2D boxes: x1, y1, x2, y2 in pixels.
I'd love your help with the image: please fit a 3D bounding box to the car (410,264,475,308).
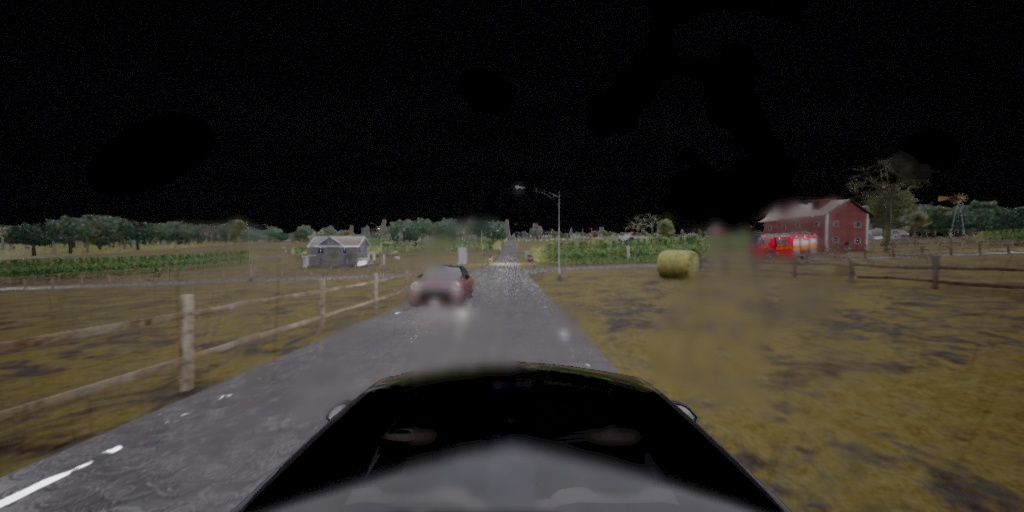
[{"bbox_3d":[-2.853,1.175,15.555,2.097,1.767,4.553,0,0,0],"label":"car"}]
